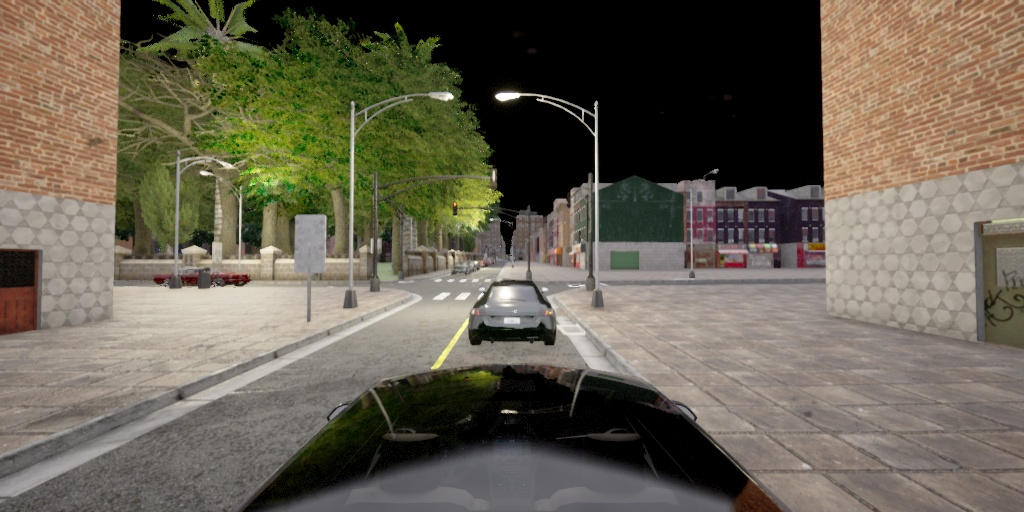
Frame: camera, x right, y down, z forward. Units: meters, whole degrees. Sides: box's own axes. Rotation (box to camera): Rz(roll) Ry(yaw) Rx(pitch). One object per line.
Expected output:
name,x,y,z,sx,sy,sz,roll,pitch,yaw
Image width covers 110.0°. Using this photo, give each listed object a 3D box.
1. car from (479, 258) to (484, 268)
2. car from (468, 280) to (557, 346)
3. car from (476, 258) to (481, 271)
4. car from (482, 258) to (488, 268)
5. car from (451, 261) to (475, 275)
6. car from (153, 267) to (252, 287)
car,-5.504,1.346,51.042,1.948,1.339,4.313,0,0,0
car,0.035,1.313,9.448,1.994,1.385,4.181,0,0,1
car,-5.471,1.322,45.592,2.007,1.370,4.403,0,0,0
car,-5.570,1.386,61.942,1.802,1.307,4.207,0,0,0
car,-5.455,1.314,38.457,2.007,1.370,4.403,0,0,0
car,-18.871,1.329,22.044,4.718,1.301,1.895,0,-1,0
